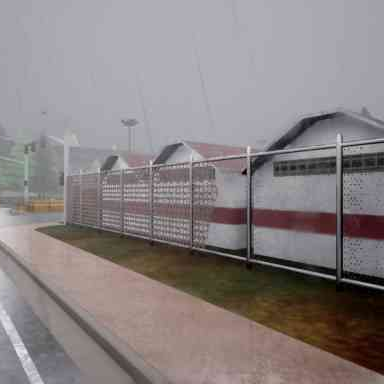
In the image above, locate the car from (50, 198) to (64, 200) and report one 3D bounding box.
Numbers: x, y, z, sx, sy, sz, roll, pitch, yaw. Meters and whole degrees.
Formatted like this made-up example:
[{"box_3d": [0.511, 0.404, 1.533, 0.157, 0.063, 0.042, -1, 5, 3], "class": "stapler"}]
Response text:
[{"box_3d": [-17.244, 1.505, 42.245, 4.892, 1.490, 1.837, 0, 0, -39], "class": "car"}]
